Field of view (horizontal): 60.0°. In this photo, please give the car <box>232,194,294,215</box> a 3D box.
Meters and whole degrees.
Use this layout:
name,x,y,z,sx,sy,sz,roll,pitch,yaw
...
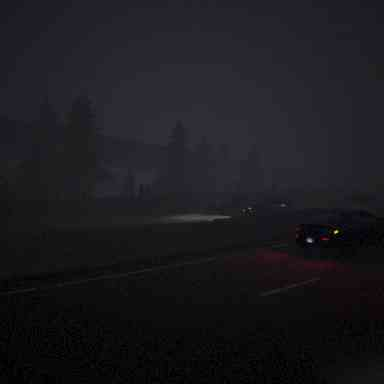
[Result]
name,x,y,z,sx,sy,sz,roll,pitch,yaw
car,5.668,0.991,25.228,4.892,1.490,1.837,-3,2,-35

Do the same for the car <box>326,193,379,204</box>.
name,x,y,z,sx,sy,sz,roll,pitch,yaw
car,12.557,0.822,25.842,5.357,1.411,2.033,-3,1,-35

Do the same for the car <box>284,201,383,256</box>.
name,x,y,z,sx,sy,sz,roll,pitch,yaw
car,5.679,1.284,12.096,4.674,1.442,1.812,-3,1,-35

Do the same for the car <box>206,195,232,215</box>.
name,x,y,z,sx,sy,sz,roll,pitch,yaw
car,3.429,0.974,27.930,5.008,1.535,1.882,-3,2,-35
